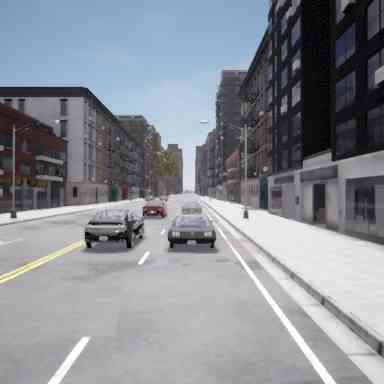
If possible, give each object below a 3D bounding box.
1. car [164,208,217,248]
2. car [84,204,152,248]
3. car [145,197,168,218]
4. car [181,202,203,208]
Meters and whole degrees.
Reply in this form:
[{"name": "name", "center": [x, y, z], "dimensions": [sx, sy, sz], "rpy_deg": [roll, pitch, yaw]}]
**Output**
[{"name": "car", "center": [0.000, 1.613, 14.681], "dimensions": [1.895, 1.301, 4.718], "rpy_deg": [0, 0, 0]}, {"name": "car", "center": [-3.250, 1.492, 14.651], "dimensions": [2.128, 1.511, 4.902], "rpy_deg": [0, 0, 0]}, {"name": "car", "center": [-3.250, 1.481, 29.651], "dimensions": [1.882, 1.535, 5.008], "rpy_deg": [0, 0, 0]}, {"name": "car", "center": [0.000, 1.560, 29.651], "dimensions": [2.033, 1.411, 5.357], "rpy_deg": [0, 0, 0]}]
